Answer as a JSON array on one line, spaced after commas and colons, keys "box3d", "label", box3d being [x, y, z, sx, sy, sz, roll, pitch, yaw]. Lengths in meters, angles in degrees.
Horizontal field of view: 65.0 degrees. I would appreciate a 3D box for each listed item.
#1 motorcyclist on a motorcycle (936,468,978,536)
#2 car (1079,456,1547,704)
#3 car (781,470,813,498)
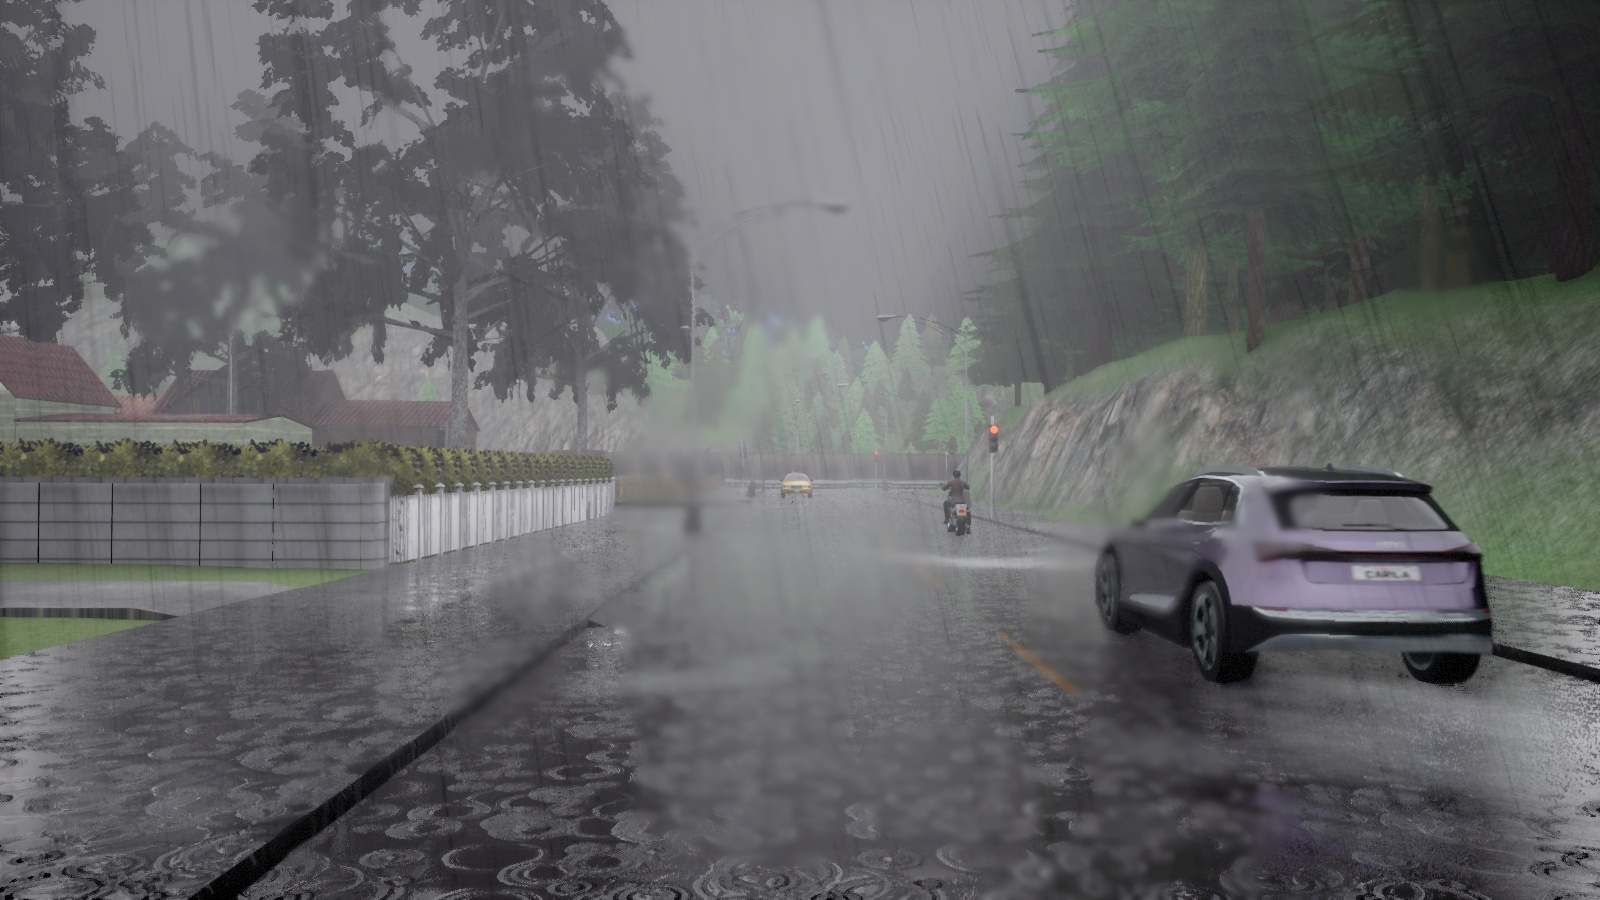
[{"box3d": [3.921, 1.277, 31.522, 0.766, 1.649, 2.350, 0, -1, 0], "label": "motorcyclist on a motorcycle"}, {"box3d": [3.973, 0.910, 10.844, 2.033, 1.649, 4.856, 0, -1, 0], "label": "car"}, {"box3d": [-0.184, 1.989, 73.693, 1.801, 1.575, 5.366, 0, -1, 0], "label": "car"}]
